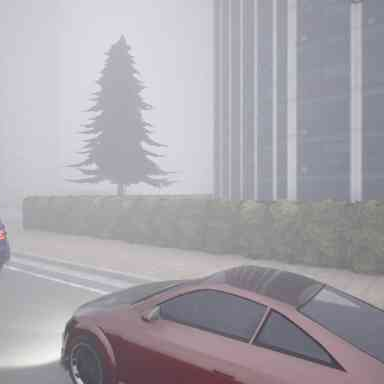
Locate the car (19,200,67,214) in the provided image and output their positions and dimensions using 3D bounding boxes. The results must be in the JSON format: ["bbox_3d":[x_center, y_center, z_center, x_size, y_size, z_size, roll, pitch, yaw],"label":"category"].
[{"bbox_3d":[-16.990,1.656,38.045,1.895,1.301,4.718,0,0,35],"label":"car"}]

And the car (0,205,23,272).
[{"bbox_3d":[-7.179,1.221,9.072,5.566,2.045,2.150,0,0,35],"label":"car"}]

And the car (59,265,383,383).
[{"bbox_3d":[0.434,1.564,3.683,4.181,1.385,1.994,0,0,35],"label":"car"}]
